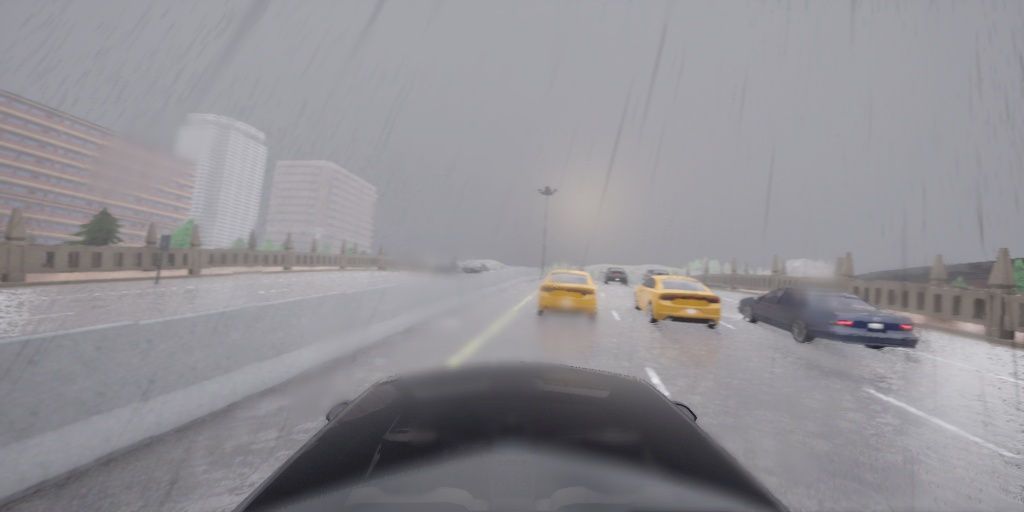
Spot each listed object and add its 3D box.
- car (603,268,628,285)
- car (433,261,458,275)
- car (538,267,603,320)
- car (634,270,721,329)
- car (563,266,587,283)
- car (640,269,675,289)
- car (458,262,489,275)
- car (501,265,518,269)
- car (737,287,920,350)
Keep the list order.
[{"bbox_3d":[9.222,1.803,32.155,1.837,1.490,4.892,3,-2,11],"label":"car"},{"bbox_3d":[-7.205,1.323,40.331,1.837,1.490,4.892,3,-4,11],"label":"car"},{"bbox_3d":[2.127,1.269,13.250,1.882,1.535,5.008,3,0,11],"label":"car"},{"bbox_3d":[5.565,1.427,12.613,1.882,1.535,5.008,3,0,11],"label":"car"},{"bbox_3d":[5.853,1.727,33.177,1.994,1.385,4.181,3,-3,11],"label":"car"},{"bbox_3d":[12.654,1.959,31.484,1.837,1.490,4.892,3,-2,11],"label":"car"},{"bbox_3d":[-3.883,1.408,39.076,1.882,1.535,5.008,3,-4,11],"label":"car"},{"bbox_3d":[-0.120,1.724,40.152,1.837,1.490,4.892,3,-4,11],"label":"car"},{"bbox_3d":[8.745,1.649,10.624,2.033,1.411,5.357,3,0,11],"label":"car"}]
